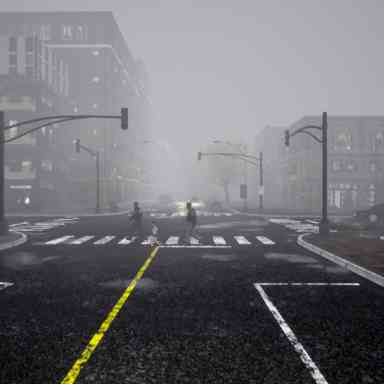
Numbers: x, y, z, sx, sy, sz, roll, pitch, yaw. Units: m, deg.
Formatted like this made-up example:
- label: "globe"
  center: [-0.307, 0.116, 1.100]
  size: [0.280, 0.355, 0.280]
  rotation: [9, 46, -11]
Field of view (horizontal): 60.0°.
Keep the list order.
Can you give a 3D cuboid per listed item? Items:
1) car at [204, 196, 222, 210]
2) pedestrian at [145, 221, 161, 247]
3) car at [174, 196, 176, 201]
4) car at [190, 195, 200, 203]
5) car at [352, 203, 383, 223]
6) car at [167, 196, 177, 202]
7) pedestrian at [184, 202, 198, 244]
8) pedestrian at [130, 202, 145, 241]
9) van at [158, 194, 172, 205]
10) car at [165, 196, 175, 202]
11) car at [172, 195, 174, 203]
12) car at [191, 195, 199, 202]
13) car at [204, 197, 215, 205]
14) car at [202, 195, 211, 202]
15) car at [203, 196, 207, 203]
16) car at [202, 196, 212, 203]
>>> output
- label: "car"
  center: [3.049, 1.580, 43.640]
  size: [2.008, 1.369, 4.403]
  rotation: [0, 0, 0]
- label: "pedestrian"
  center: [-1.506, 1.674, 13.532]
  size: [0.500, 1.100, 0.500]
  rotation: [0, 0, 0]
- label: "car"
  center: [-5.096, 1.397, 72.195]
  size: [2.192, 1.841, 5.009]
  rotation: [0, 0, 0]
- label: "car"
  center: [0.582, 1.547, 70.434]
  size: [1.882, 1.535, 5.008]
  rotation: [0, 0, 0]
- label: "car"
  center: [15.030, 1.578, 25.860]
  size: [4.892, 1.490, 1.837]
  rotation: [0, 0, -2]
- label: "car"
  center: [-5.002, 1.663, 83.587]
  size: [2.008, 1.369, 4.403]
  rotation: [0, 0, 0]
- label: "pedestrian"
  center: [-0.045, 1.294, 14.120]
  size: [0.375, 1.860, 0.375]
  rotation: [0, 0, 0]
- label: "pedestrian"
  center: [-2.433, 1.294, 14.740]
  size: [0.375, 1.860, 0.375]
  rotation: [0, 0, 0]
- label: "van"
  center: [-5.190, 1.399, 60.801]
  size: [1.690, 1.788, 3.998]
  rotation: [0, 0, 0]
- label: "car"
  center: [-5.049, 1.662, 77.891]
  size: [1.947, 1.339, 4.313]
  rotation: [0, 0, 0]
- label: "car"
  center: [-5.143, 1.651, 66.498]
  size: [1.802, 1.307, 4.206]
  rotation: [0, 0, 0]
- label: "car"
  center: [0.668, 1.541, 80.851]
  size: [1.812, 1.442, 4.674]
  rotation: [0, 0, 0]
- label: "car"
  center: [3.190, 1.640, 60.731]
  size: [1.802, 1.307, 4.206]
  rotation: [0, 0, 0]
- label: "car"
  center: [3.331, 1.537, 77.820]
  size: [1.967, 1.590, 4.097]
  rotation: [0, 0, 0]
- label: "car"
  center: [3.097, 1.479, 49.337]
  size: [1.967, 1.590, 4.097]
  rotation: [0, 0, 0]
- label: "car"
  center: [3.285, 1.633, 72.123]
  size: [2.008, 1.369, 4.403]
  rotation: [0, 0, 0]
